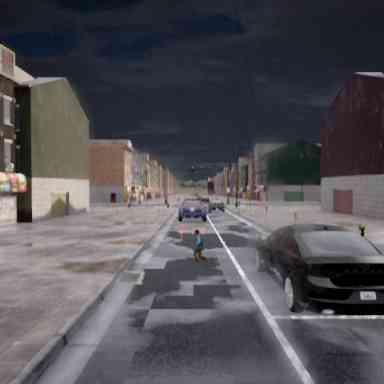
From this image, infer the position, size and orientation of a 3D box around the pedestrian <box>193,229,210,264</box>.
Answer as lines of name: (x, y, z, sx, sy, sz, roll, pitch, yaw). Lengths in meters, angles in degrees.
pedestrian: (0.214, 1.658, 10.212, 0.500, 1.100, 0.500, -1, 1, -10)

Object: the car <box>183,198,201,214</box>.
car: (0.005, 1.432, 36.178, 1.882, 1.535, 5.008, 0, 0, 1)

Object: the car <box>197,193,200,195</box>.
car: (2.596, 1.512, 79.987, 1.802, 1.307, 4.206, -1, 0, 0)

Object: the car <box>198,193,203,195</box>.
car: (2.599, 1.479, 68.921, 1.887, 1.381, 4.507, -1, 0, 0)

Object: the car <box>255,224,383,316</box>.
car: (2.747, 1.466, 7.665, 1.882, 1.535, 5.008, 0, 0, 0)

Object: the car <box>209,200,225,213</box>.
car: (2.610, 1.505, 36.476, 2.008, 1.369, 4.403, -1, 0, 0)

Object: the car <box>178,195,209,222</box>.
car: (0.038, 1.316, 26.303, 2.097, 1.767, 4.553, 0, 0, 0)

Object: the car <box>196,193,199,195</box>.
car: (2.592, 1.470, 91.052, 1.887, 1.381, 4.507, -1, 0, 0)
